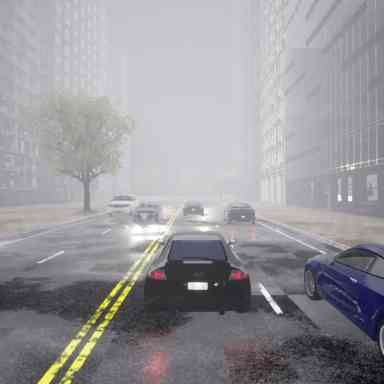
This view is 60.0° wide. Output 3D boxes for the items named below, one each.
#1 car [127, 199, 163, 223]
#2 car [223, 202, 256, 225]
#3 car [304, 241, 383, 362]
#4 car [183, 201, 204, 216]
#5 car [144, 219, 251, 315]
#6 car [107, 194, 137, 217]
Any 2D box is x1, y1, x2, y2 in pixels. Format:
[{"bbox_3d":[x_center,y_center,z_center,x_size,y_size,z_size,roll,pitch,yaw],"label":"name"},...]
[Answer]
[{"bbox_3d":[-3.305,1.500,25.636,2.128,1.511,4.902,0,0,0],"label":"car"},{"bbox_3d":[3.382,1.486,24.454,1.882,1.535,5.008,0,0,0],"label":"car"},{"bbox_3d":[3.355,1.527,5.394,1.812,1.442,4.674,0,0,0],"label":"car"},{"bbox_3d":[0.144,1.575,32.260,1.994,1.385,4.181,0,0,0],"label":"car"},{"bbox_3d":[0.107,1.566,7.658,1.994,1.385,4.181,0,0,0],"label":"car"},{"bbox_3d":[-6.517,1.234,32.117,2.150,2.045,5.566,0,0,1],"label":"car"}]
